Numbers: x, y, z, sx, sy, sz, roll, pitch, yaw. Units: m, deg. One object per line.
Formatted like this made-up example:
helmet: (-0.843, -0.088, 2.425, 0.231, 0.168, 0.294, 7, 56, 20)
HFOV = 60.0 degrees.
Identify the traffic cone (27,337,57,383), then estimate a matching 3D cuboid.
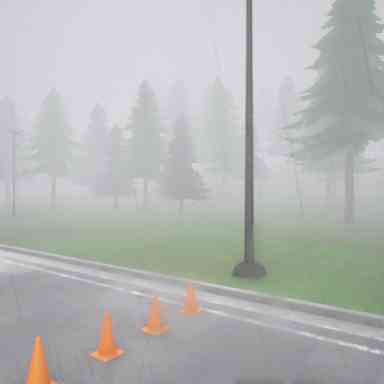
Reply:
traffic cone: (-1.751, 1.954, 3.790, 0.340, 0.580, 0.340, 0, 0, 35)

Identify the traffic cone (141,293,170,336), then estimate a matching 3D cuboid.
traffic cone: (-0.597, 1.954, 5.423, 0.340, 0.580, 0.340, 0, 0, 35)

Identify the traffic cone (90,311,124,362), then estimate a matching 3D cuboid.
traffic cone: (-1.174, 1.954, 4.607, 0.340, 0.580, 0.340, 0, 0, 35)

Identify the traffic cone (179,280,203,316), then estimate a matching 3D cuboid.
traffic cone: (-0.020, 1.954, 6.240, 0.340, 0.580, 0.340, 0, 0, 35)
